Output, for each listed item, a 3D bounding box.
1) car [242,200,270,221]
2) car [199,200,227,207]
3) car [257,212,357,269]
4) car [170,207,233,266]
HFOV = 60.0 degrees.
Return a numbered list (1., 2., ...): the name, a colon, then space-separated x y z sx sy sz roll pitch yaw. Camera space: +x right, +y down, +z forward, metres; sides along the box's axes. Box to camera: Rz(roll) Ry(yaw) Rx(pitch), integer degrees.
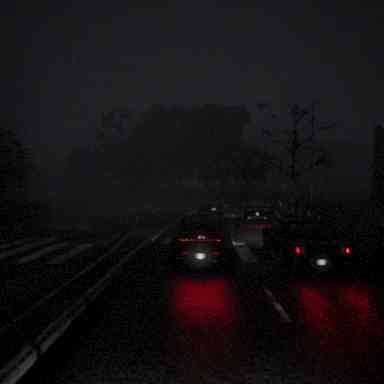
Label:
1. car: 4.900 1.350 25.579 1.882 1.535 5.008 1 1 8
2. car: 1.567 1.359 25.243 1.837 1.490 4.892 1 1 8
3. car: 3.569 1.584 11.107 1.895 1.301 4.718 0 0 3
4. car: 0.352 1.473 11.418 1.837 1.490 4.892 0 0 3
